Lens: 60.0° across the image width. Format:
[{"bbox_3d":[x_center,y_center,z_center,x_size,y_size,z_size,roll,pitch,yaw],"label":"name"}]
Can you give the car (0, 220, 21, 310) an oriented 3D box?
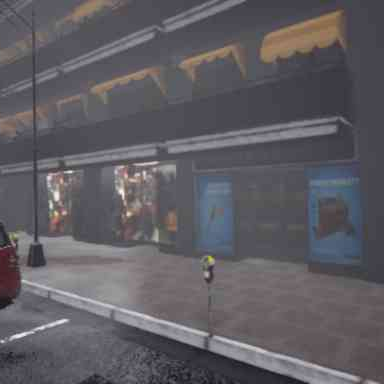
[{"bbox_3d":[-5.344,1.338,6.540,5.009,1.841,2.192,0,-1,36],"label":"car"}]
